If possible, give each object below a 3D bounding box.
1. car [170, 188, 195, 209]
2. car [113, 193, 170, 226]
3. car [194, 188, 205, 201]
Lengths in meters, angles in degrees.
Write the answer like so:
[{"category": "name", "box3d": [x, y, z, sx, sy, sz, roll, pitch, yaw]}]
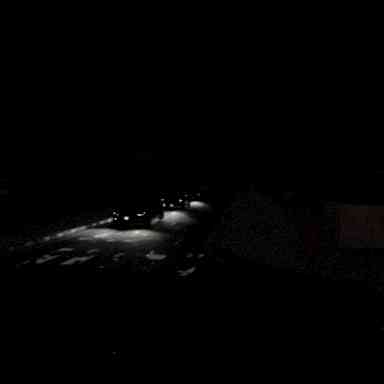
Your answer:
[{"category": "car", "box3d": [-1.247, 0.656, 28.473, 1.895, 1.301, 4.718, 1, 2, 9]}, {"category": "car", "box3d": [-2.819, 0.944, 18.637, 1.837, 1.490, 4.892, 1, 2, 9]}, {"category": "car", "box3d": [0.381, 0.255, 38.643, 1.895, 1.301, 4.718, 1, 2, 9]}]
